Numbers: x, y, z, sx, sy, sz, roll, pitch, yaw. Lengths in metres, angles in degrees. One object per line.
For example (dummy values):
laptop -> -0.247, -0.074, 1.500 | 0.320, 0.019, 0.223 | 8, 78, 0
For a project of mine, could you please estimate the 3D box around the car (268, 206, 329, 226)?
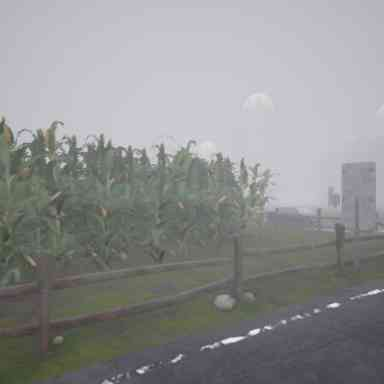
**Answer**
car -> 7.784, 1.780, 24.727 | 1.812, 1.442, 4.674 | 0, -1, -35
